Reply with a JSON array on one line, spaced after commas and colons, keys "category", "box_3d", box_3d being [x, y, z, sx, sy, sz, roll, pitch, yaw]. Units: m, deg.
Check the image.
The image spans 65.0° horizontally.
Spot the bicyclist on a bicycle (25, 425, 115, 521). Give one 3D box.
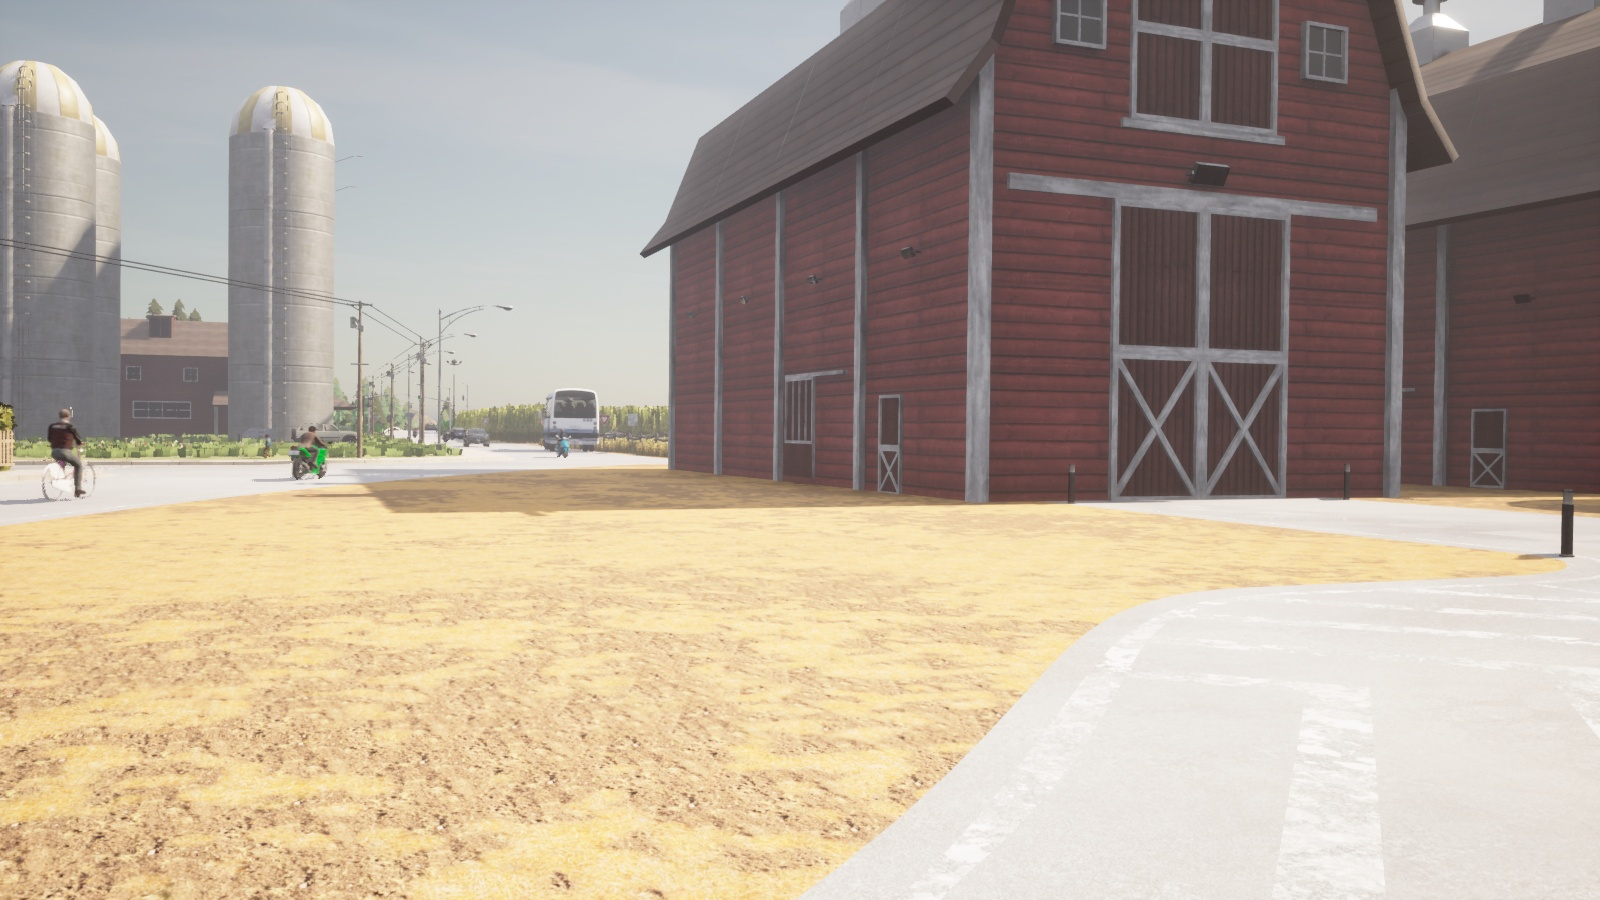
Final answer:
[{"category": "bicyclist on a bicycle", "box_3d": [-14.029, 0.412, 24.188, 0.659, 1.776, 1.843, -1, 1, -2]}]

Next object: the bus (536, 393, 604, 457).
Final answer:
[{"category": "bus", "box_3d": [-16.384, -1.707, 88.847, 3.944, 4.253, 10.273, 0, 1, -14]}]

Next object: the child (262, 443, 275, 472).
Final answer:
[{"category": "child", "box_3d": [-22.792, 0.319, 53.842, 0.448, 1.192, 0.343, -1, 1, -28]}]

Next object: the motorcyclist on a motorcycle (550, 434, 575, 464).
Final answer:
[{"category": "motorcyclist on a motorcycle", "box_3d": [-12.832, -0.072, 67.757, 0.866, 1.590, 1.817, 0, 1, -27]}]

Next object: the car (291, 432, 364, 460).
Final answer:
[{"category": "car", "box_3d": [-32.601, -0.303, 86.657, 4.605, 1.855, 1.932, -1, 1, -22]}]

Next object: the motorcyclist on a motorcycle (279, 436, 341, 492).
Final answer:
[{"category": "motorcyclist on a motorcycle", "box_3d": [-13.778, 0.379, 35.362, 0.797, 1.523, 2.044, 0, 1, 4]}]
